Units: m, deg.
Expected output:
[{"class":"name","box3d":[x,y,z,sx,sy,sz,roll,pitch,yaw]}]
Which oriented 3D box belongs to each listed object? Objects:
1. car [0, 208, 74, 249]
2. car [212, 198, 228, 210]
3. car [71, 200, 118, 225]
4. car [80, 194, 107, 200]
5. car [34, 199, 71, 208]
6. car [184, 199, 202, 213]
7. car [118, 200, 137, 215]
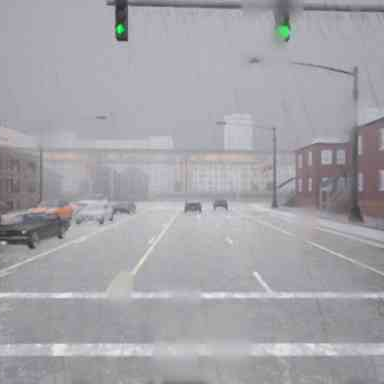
[{"class":"car","box3d":[-7.094,1.614,14.721,1.895,1.301,4.718,0,0,0]},{"class":"car","box3d":[3.770,1.545,44.378,1.837,1.490,4.892,0,0,3]},{"class":"car","box3d":[-7.084,1.548,24.720,1.812,1.442,4.674,0,0,0]},{"class":"car","box3d":[-10.578,1.254,35.672,2.150,2.045,5.566,0,0,-1]},{"class":"car","box3d":[-10.589,1.375,25.115,2.097,1.767,4.553,0,0,0]},{"class":"car","box3d":[0.107,1.511,37.426,1.882,1.535,5.008,0,0,0]},{"class":"car","box3d":[-7.072,1.579,35.001,2.033,1.411,5.357,0,0,1]}]
